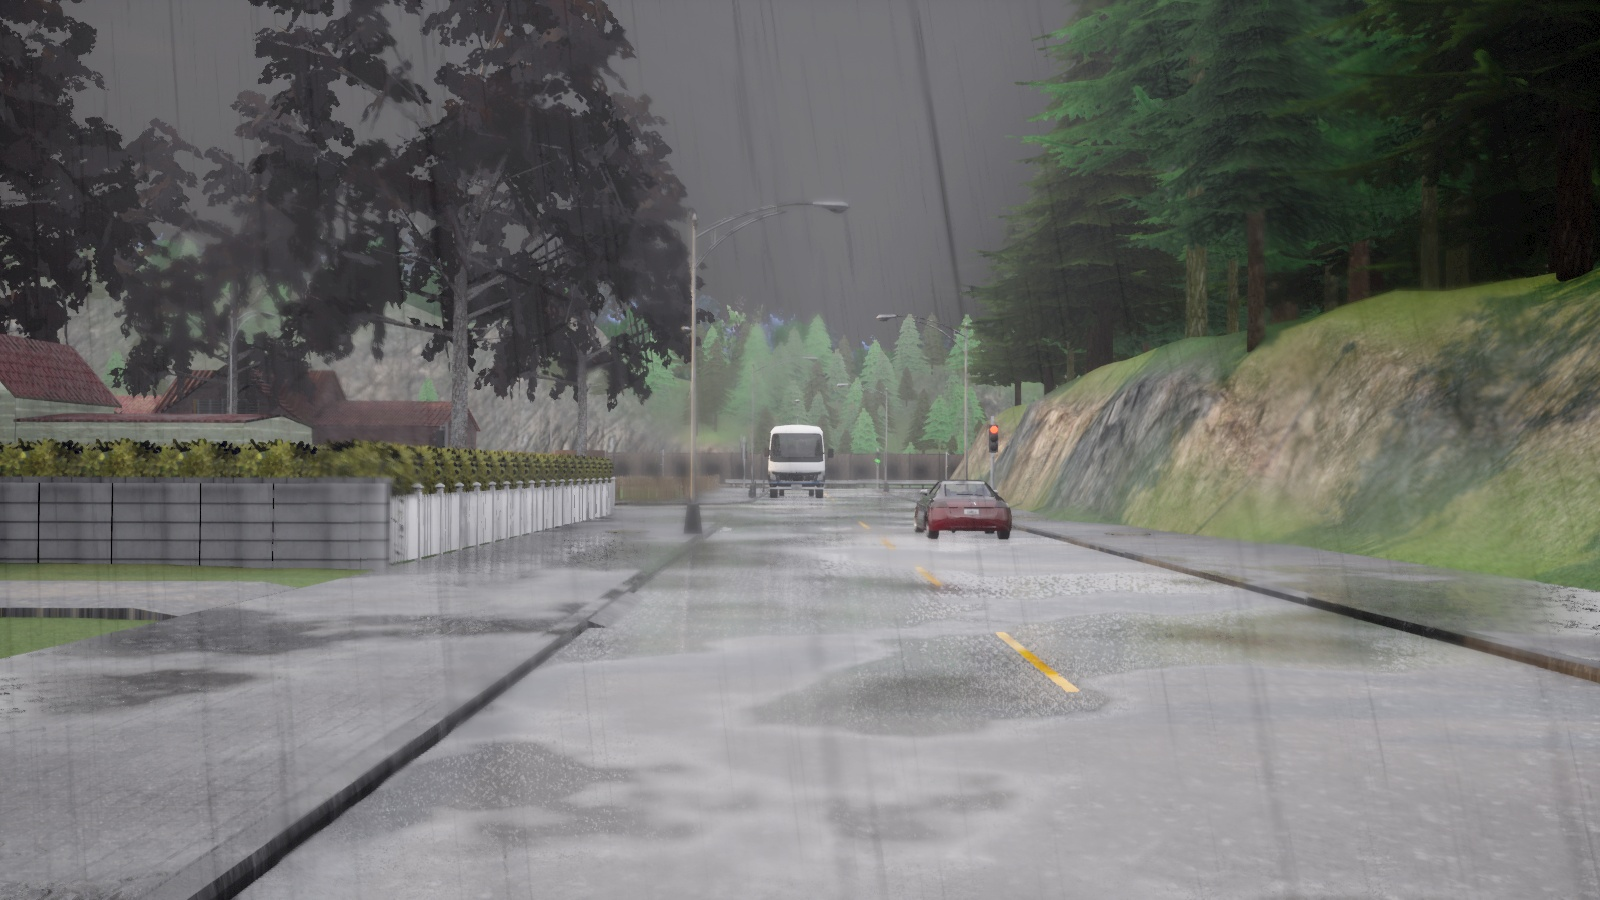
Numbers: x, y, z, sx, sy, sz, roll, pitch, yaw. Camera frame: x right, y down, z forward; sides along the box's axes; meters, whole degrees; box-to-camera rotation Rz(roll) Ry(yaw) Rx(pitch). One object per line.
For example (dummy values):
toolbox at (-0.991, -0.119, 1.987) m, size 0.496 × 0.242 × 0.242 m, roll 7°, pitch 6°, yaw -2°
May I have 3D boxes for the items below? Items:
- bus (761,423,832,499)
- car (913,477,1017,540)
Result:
bus at (-0.192, 0.698, 75.175) m, size 3.944 × 4.253 × 10.273 m, roll 0°, pitch -1°, yaw 0°
car at (3.919, 1.374, 30.520) m, size 1.994 × 1.385 × 4.181 m, roll 0°, pitch -1°, yaw 0°
